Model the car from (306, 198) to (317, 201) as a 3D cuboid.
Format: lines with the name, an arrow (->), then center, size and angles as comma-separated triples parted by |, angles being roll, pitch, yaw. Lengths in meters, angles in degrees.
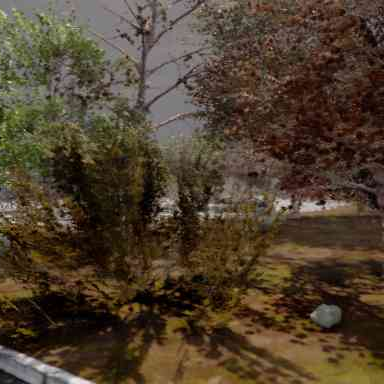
car -> 19.698, 0.771, 53.800 | 2.033, 1.411, 5.357 | 0, 1, 7
